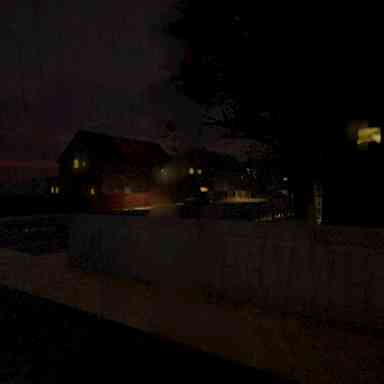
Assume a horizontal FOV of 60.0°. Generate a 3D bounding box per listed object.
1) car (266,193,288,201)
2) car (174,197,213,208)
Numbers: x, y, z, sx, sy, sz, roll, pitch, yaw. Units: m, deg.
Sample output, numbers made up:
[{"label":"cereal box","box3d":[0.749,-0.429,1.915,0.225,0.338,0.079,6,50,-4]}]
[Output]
[{"label":"car","box3d":[12.213,0.818,47.474,1.994,1.385,4.181,2,2,35]},{"label":"car","box3d":[0.185,1.126,30.588,1.994,1.385,4.181,2,2,35]}]
